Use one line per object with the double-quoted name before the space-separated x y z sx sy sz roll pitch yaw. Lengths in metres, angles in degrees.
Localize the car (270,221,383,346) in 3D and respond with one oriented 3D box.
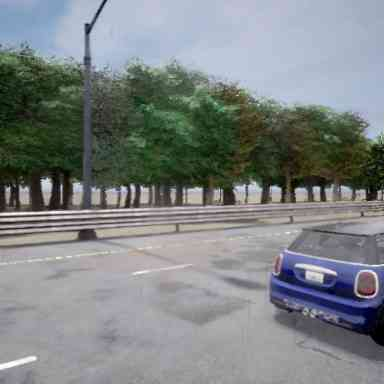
"car" 3.661 1.354 6.482 4.553 1.767 2.097 0 0 -35
